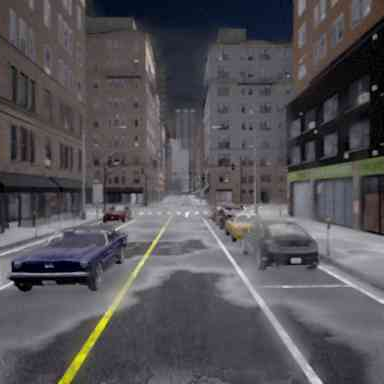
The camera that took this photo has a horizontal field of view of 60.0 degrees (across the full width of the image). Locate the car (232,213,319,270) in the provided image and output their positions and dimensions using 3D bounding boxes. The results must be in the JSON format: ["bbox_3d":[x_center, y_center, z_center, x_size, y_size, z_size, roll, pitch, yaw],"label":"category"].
[{"bbox_3d":[2.719,1.595,10.999,2.008,1.369,4.403,-1,0,-1],"label":"car"}]

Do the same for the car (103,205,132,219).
[{"bbox_3d":[-6.102,1.732,27.610,1.887,1.381,4.507,-1,0,-1],"label":"car"}]

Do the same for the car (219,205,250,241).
[{"bbox_3d":[2.624,1.601,16.754,1.752,1.417,4.829,-1,0,-1],"label":"car"}]

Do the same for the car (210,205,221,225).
[{"bbox_3d":[2.535,1.670,22.169,1.947,1.339,4.313,-1,0,-1],"label":"car"}]

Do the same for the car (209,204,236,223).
[{"bbox_3d":[2.443,1.716,27.754,1.802,1.307,4.206,-1,0,-1],"label":"car"}]

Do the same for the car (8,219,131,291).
[{"bbox_3d":[-3.120,1.674,9.400,1.895,1.301,4.718,0,0,-1],"label":"car"}]
